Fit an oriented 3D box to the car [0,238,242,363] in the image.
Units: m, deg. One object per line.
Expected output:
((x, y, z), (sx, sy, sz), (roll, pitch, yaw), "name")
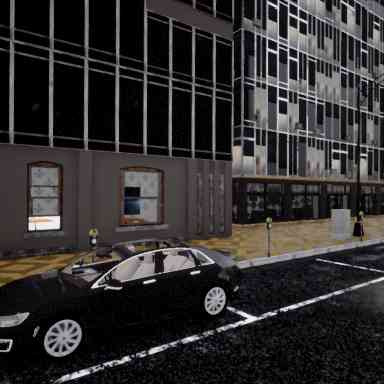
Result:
((-1.072, 1.551, 5.786), (4.403, 1.369, 2.008), (0, 0, -35), "car")
